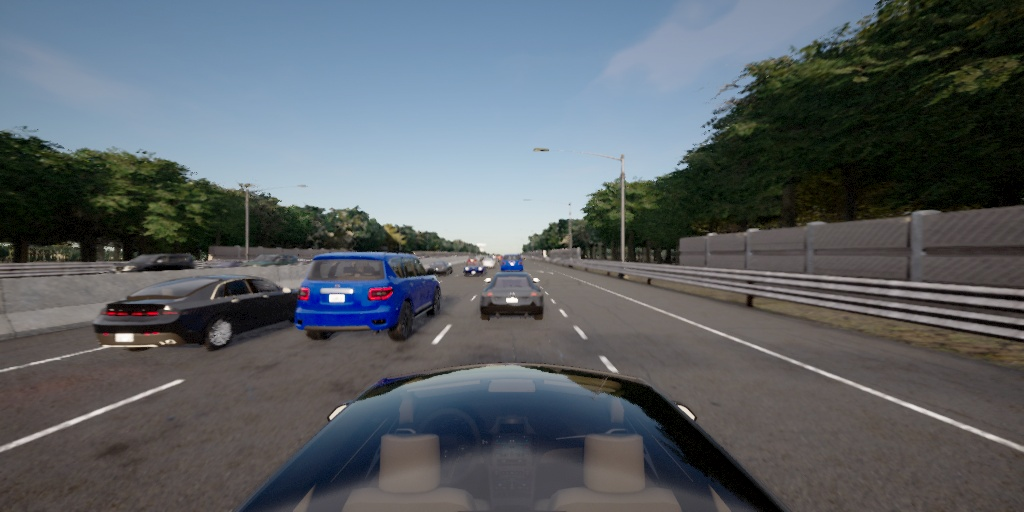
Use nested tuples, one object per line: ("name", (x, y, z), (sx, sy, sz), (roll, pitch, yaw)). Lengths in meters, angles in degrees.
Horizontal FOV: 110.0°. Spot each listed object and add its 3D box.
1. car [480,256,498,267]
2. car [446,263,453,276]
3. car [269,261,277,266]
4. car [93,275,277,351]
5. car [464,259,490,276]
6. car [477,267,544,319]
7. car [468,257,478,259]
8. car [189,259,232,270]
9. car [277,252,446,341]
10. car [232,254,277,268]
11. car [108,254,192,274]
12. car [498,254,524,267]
("car", (-3.496, 1.094, 53.045), (1.812, 1.442, 4.674), (0, 0, 0))
("car", (-6.997, 1.176, 34.973), (1.994, 1.385, 4.181), (0, 0, 0))
("car", (-17.581, 1.229, 29.989), (1.895, 1.301, 4.718), (0, 0, 0))
("car", (-7.001, 1.217, 8.899), (1.837, 1.490, 4.892), (0, 0, 0))
("car", (-3.497, 1.212, 34.994), (1.895, 1.301, 4.718), (0, 0, 0))
("car", (0.000, 1.254, 12.484), (1.994, 1.385, 4.181), (0, 0, 0))
("car", (-6.994, 0.880, 64.989), (2.097, 1.767, 4.553), (0, 0, 0))
("car", (-24.569, 1.175, 31.283), (2.033, 1.411, 5.357), (0, 0, 0))
("car", (-3.500, 0.926, 9.849), (2.150, 2.045, 5.566), (0, 0, 0))
("car", (-21.070, 0.850, 31.447), (2.150, 2.045, 5.566), (0, 0, 0))
("car", (-28.085, 0.858, 28.349), (2.150, 2.045, 5.566), (0, 0, 0))
("car", (0.003, 0.831, 35.039), (2.150, 2.045, 5.566), (0, 0, 0))
